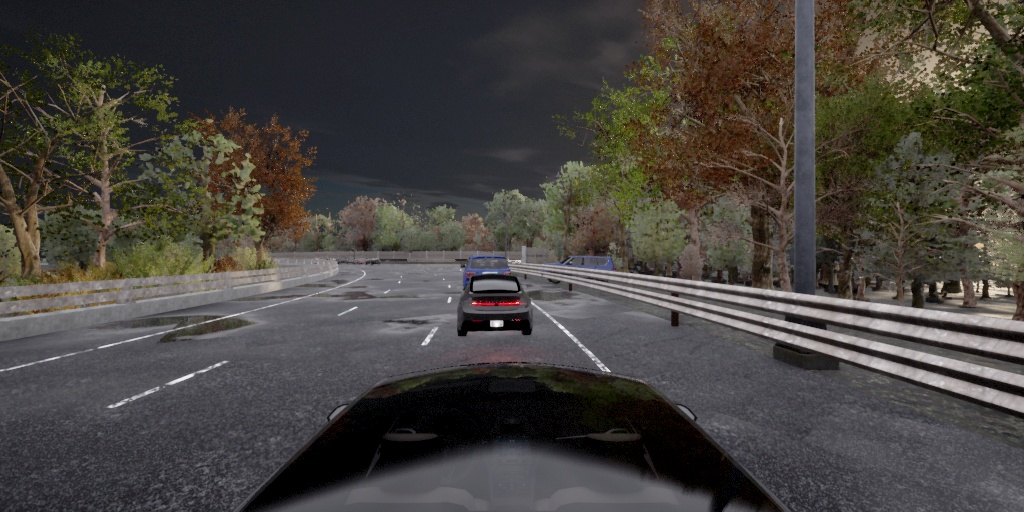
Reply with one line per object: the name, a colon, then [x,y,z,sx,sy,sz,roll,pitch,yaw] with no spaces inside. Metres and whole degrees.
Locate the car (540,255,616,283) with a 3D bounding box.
car: [4.797,0.968,26.169,5.566,2.045,2.150,3,1,-4]

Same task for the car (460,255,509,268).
car: [-1.332,0.971,17.843,2.150,2.045,5.566,0,0,-9]

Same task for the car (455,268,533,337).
car: [-0.558,1.254,10.369,1.837,1.490,4.892,0,0,-5]
